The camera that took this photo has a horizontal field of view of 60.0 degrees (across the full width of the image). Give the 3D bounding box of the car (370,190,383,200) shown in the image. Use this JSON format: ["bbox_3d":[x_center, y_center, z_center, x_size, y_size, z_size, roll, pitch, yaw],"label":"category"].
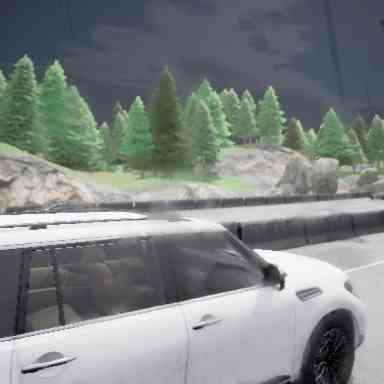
[{"bbox_3d":[28.474,0.428,49.615,4.902,1.511,2.128,-2,1,-35],"label":"car"}]

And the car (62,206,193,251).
[{"bbox_3d":[-2.742,1.471,14.895,5.357,1.411,2.033,-1,1,-35],"label":"car"}]

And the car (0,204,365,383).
[{"bbox_3d":[-0.565,1.207,3.338,5.566,2.045,2.150,-1,1,-35],"label":"car"}]

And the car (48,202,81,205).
[{"bbox_3d":[-7.257,1.497,20.276,4.181,1.385,1.994,-1,1,-35],"label":"car"}]
